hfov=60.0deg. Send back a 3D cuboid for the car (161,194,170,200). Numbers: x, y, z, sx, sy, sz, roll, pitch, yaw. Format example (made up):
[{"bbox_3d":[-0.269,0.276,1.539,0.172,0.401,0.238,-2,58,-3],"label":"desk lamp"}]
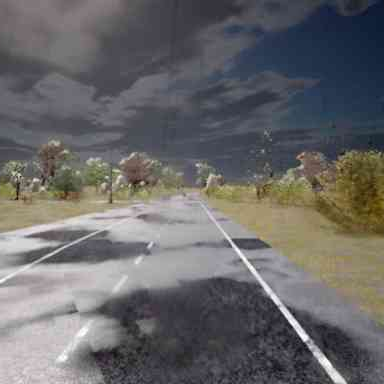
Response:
[{"bbox_3d":[-6.948,1.232,87.146,2.097,1.767,4.553,0,0,0],"label":"car"}]
